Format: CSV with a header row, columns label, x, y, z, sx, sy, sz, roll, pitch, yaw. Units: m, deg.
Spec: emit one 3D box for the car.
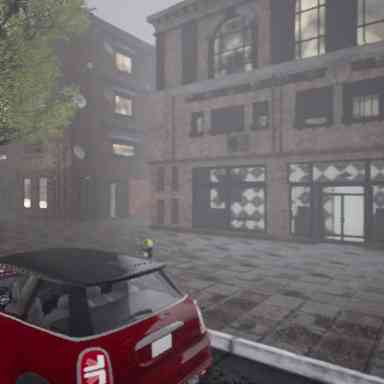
label,x,y,z,sx,sy,sz,roll,pitch,yaw
car,-1.858,1.437,4.200,4.097,1.590,1.967,0,0,35
